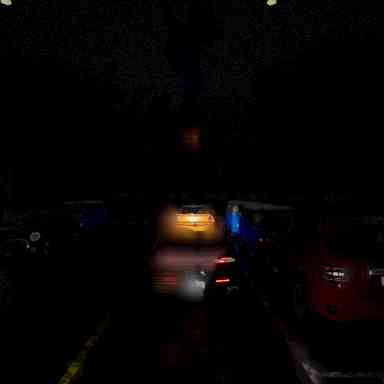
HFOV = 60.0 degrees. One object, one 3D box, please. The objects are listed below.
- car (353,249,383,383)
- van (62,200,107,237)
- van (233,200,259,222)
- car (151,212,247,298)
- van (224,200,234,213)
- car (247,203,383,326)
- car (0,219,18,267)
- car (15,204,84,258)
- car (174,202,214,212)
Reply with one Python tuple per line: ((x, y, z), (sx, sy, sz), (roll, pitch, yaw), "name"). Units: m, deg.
((2.760, 1.440, 1.550), (1.967, 1.590, 4.097), (0, 0, 0), "car")
((-5.798, 1.342, 17.846), (1.690, 1.788, 3.998), (0, 0, 0), "van")
((2.738, 1.342, 12.425), (1.690, 1.788, 3.998), (0, 0, 0), "van")
((0.086, 1.492, 8.508), (2.128, 1.511, 4.902), (0, 0, 0), "car")
((2.727, 1.342, 17.863), (1.690, 1.788, 3.998), (0, 0, 0), "van")
((2.749, 1.315, 6.988), (2.192, 1.841, 5.009), (0, 0, 0), "car")
((-5.776, 1.526, 6.801), (1.752, 1.417, 4.829), (0, 0, 0), "car")
((-5.787, 1.441, 12.408), (1.967, 1.590, 4.097), (0, 0, 0), "car")
((0.104, 1.353, 17.558), (2.097, 1.767, 4.553), (0, 0, 1), "car")
